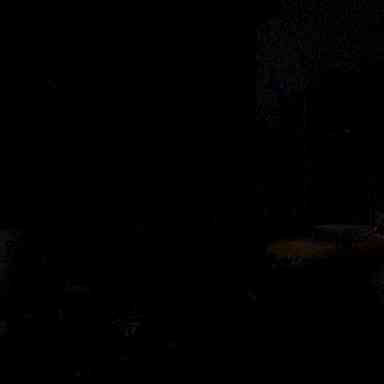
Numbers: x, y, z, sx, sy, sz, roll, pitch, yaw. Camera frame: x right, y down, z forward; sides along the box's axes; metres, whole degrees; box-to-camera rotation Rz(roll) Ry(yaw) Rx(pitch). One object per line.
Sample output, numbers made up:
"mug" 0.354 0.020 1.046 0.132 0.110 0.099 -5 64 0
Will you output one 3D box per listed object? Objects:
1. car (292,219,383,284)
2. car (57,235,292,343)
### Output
"car" 3.992 1.526 9.552 4.829 1.417 1.752 0 0 -36
"car" -0.279 1.566 6.469 4.313 1.339 1.947 0 0 -36
